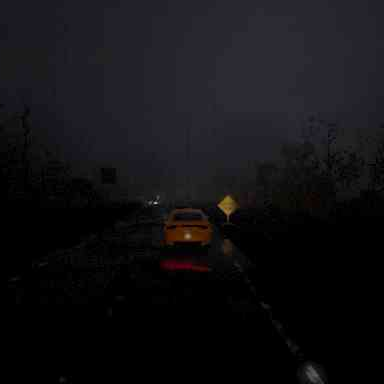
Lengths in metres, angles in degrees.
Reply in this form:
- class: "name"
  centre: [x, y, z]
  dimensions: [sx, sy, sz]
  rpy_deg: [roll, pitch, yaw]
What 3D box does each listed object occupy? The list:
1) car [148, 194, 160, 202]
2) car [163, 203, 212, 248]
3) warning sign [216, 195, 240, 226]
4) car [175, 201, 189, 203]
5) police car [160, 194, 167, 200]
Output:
- class: "car"
  centre: [-8.998, 1.520, 76.171]
  dimensions: [1.994, 1.385, 4.181]
  rpy_deg: [0, 0, -9]
- class: "car"
  centre: [-0.229, 1.484, 14.712]
  dimensions: [1.882, 1.535, 5.008]
  rpy_deg: [0, 0, -2]
- class: "warning sign"
  centre: [2.220, 1.114, 20.456]
  dimensions: [1.300, 1.860, 1.060]
  rpy_deg: [0, 0, -2]
- class: "car"
  centre: [-0.916, 1.534, 29.742]
  dimensions: [1.812, 1.442, 4.674]
  rpy_deg: [0, 0, -3]
- class: "police car"
  centre: [-8.417, 1.461, 95.267]
  dimensions: [1.930, 1.638, 5.238]
  rpy_deg: [0, 0, -11]
